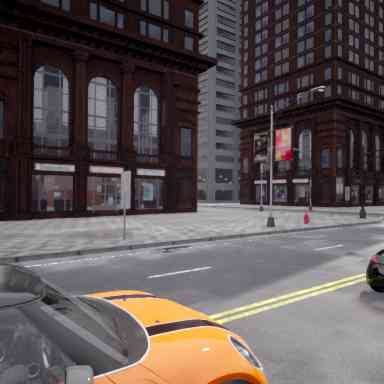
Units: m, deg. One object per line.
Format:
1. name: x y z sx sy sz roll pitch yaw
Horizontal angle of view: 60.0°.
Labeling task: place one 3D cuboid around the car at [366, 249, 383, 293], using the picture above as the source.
1. car: 5.890 1.576 7.665 4.181 1.385 1.994 0 0 -35

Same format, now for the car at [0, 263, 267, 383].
1. car: -1.536 1.352 2.343 4.553 1.767 2.097 0 0 -36
